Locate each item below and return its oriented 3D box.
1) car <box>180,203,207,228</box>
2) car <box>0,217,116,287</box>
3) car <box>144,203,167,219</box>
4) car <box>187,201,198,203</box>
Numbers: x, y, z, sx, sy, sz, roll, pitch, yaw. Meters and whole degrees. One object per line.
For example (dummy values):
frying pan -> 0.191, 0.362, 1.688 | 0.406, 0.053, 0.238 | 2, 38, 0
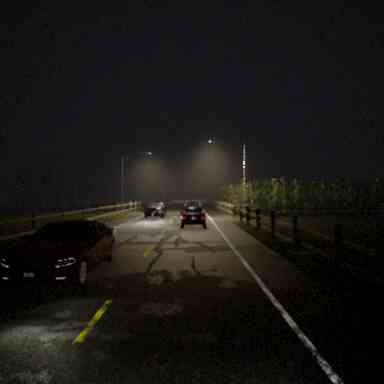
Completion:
car -> 0.093, 1.770, 24.185 | 2.033, 1.411, 5.357 | 0, -1, 0
car -> -3.589, 1.570, 9.808 | 1.882, 1.535, 5.008 | 0, -1, 0
car -> -3.528, 1.800, 32.657 | 2.128, 1.511, 4.902 | 0, -1, 0
car -> 0.090, 1.867, 41.122 | 1.882, 1.535, 5.008 | 0, 0, 0
